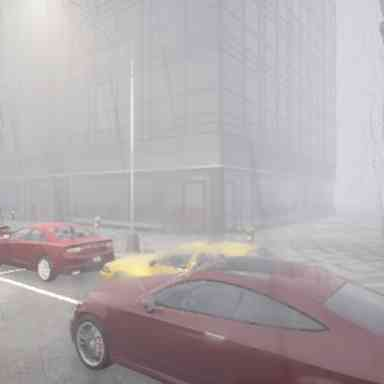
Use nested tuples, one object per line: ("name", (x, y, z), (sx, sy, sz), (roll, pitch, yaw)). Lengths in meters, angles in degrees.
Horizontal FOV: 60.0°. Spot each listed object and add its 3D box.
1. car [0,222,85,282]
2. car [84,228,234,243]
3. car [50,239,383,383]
("car", (-4.217, 1.547, 9.667), (4.507, 1.381, 1.887), (0, 0, 36))
("car", (0.202, 1.531, 6.508), (4.829, 1.417, 1.752), (0, 0, 36))
("car", (0.495, 1.531, 4.005), (4.674, 1.442, 1.812), (0, 0, 36))
